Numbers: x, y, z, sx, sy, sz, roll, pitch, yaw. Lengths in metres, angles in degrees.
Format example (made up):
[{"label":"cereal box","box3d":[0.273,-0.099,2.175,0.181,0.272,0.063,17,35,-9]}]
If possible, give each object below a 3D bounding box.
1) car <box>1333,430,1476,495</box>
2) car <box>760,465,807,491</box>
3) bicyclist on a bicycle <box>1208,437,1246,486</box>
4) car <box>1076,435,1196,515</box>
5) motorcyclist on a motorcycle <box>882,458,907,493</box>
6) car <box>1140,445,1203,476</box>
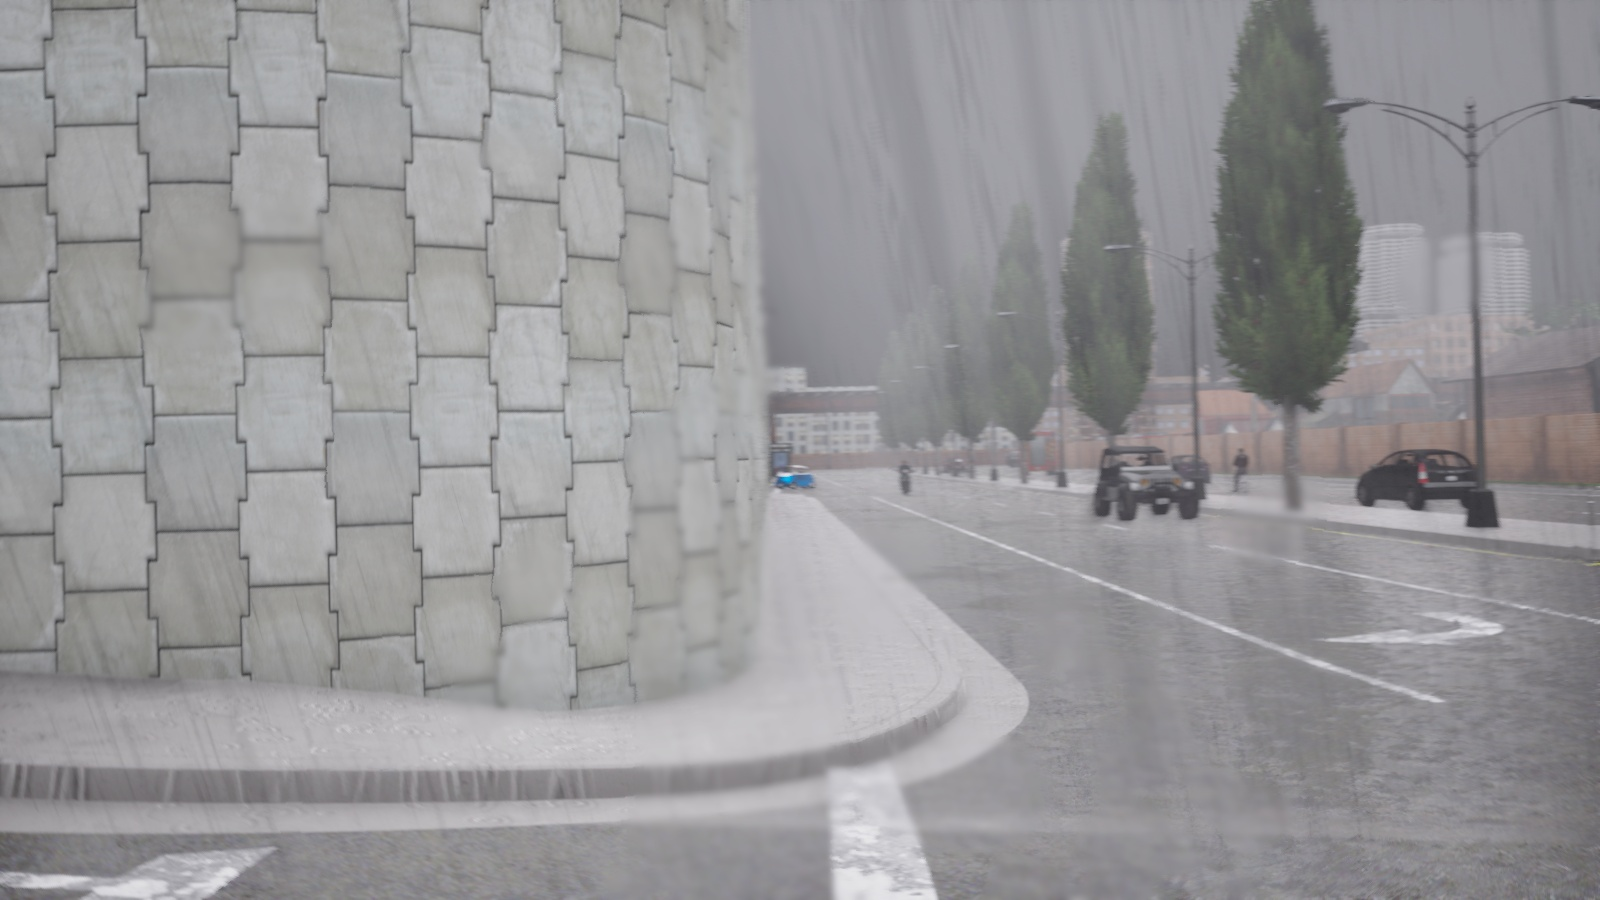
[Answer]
[{"label":"car","box3d":[16.614,0.349,34.760,1.851,1.617,3.988,-3,0,-2]},{"label":"car","box3d":[-0.930,1.599,71.534,2.207,1.376,1.481,-2,0,-38]},{"label":"bicyclist on a bicycle","box3d":[16.195,0.430,47.637,0.659,1.776,1.843,-3,0,-2]},{"label":"car","box3d":[8.679,0.626,32.784,1.905,1.878,3.866,-3,0,-2]},{"label":"motorcyclist on a motorcycle","box3d":[4.371,1.168,58.029,0.866,1.590,1.817,-3,0,-2]},{"label":"car","box3d":[19.141,0.545,64.890,1.816,1.474,4.193,-3,0,-2]}]
